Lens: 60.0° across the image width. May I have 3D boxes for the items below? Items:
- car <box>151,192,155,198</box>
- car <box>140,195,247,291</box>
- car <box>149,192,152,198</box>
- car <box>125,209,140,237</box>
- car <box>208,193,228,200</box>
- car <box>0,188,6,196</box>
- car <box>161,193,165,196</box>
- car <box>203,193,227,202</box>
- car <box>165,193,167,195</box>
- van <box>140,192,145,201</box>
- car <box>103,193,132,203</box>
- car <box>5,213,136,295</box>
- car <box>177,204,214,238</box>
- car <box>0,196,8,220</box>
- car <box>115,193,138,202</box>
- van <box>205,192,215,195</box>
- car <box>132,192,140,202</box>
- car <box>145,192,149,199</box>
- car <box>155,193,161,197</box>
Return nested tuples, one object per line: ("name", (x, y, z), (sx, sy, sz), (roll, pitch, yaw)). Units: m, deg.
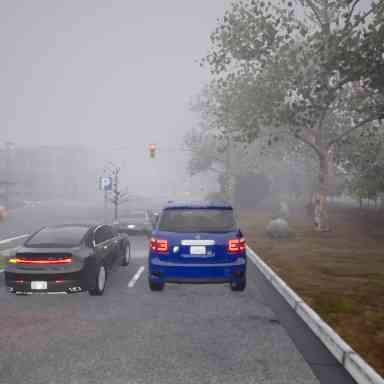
("car", (-12.141, 1.359, 80.888), (4.674, 1.452, 2.002), (-1, 0, -13))
("car", (0.126, 1.233, 9.187), (2.150, 2.045, 5.566), (0, 0, 0))
("car", (-12.517, 1.360, 77.887), (4.674, 1.452, 2.002), (-1, 0, -13))
("car", (-2.816, 1.589, 17.588), (1.994, 1.385, 4.181), (0, 0, 1))
("car", (6.589, 1.130, 83.170), (4.553, 1.767, 2.185), (1, 0, -12))
("car", (-31.080, 0.137, 53.834), (2.002, 1.452, 4.674), (6, -3, -19))
("car", (-10.861, 1.065, 89.875), (5.566, 2.045, 2.435), (-1, 0, -12))
("car", (4.775, 1.142, 68.474), (4.553, 1.767, 2.185), (1, 0, -14))
("car", (-10.435, 1.316, 92.853), (5.008, 1.535, 2.097), (-1, 0, -11))
("van", (-13.127, 1.093, 71.922), (4.442, 1.987, 1.878), (-1, 0, -14))
("car", (-14.345, 1.358, 62.940), (4.792, 1.488, 2.163), (-1, 0, -15))
("car", (-2.877, 1.515, 8.702), (1.837, 1.490, 4.892), (0, 0, 0))
("car", (0.202, 1.531, 19.046), (1.837, 1.490, 4.892), (0, 0, 0))
("car", (-16.588, 1.404, 25.137), (4.553, 1.767, 2.185), (-1, 0, -19))
("car", (-13.598, 1.196, 68.883), (4.553, 1.767, 2.185), (-1, 0, -14))
("van", (4.386, 1.043, 65.505), (4.442, 1.987, 1.878), (1, 0, -14))
("car", (-13.696, 1.316, 65.931), (5.366, 1.575, 1.946), (-1, 0, -15))
("car", (-12.895, 1.322, 74.893), (4.892, 1.521, 2.231), (-1, 0, -13))
("car", (-11.316, 1.358, 86.869), (4.674, 1.452, 2.002), (-1, 0, -12))
